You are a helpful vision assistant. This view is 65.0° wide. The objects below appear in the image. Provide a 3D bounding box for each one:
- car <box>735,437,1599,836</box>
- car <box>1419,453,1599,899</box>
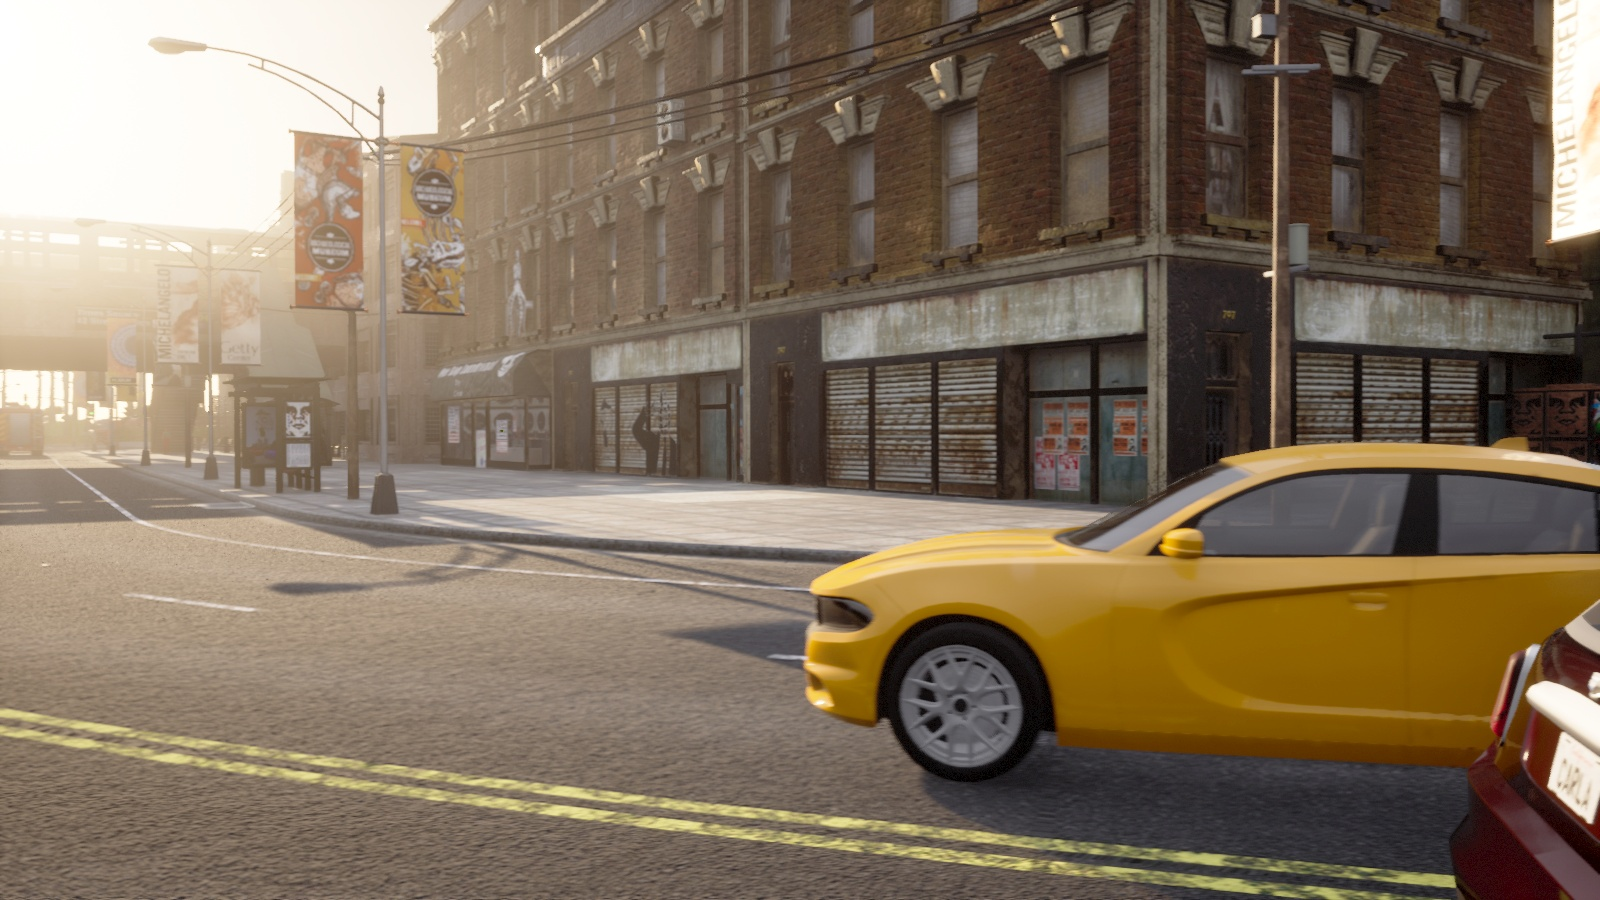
[{"bbox_3d":[2.362,0.724,6.090,5.008,1.535,1.882,0,1,15],"label":"car"},{"bbox_3d":[3.385,0.774,2.209,3.806,1.475,1.970,0,1,15],"label":"car"}]
